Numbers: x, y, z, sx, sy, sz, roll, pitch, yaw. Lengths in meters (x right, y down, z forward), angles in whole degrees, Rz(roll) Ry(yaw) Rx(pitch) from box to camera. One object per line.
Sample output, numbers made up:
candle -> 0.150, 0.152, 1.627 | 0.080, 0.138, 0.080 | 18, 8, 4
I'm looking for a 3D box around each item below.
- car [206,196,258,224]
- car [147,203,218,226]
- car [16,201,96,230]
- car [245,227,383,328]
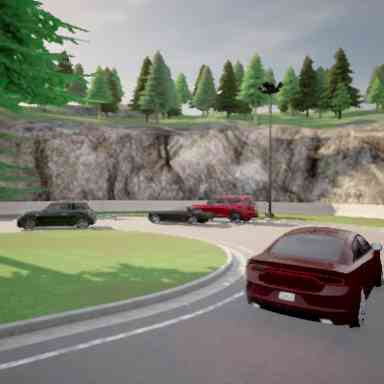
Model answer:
car -> 2.418, 1.319, 26.217 | 5.566, 2.045, 2.150 | 0, -1, 30
car -> -0.858, 1.675, 24.006 | 4.718, 1.301, 1.895 | 0, 0, 22
car -> -8.377, 1.381, 20.749 | 4.553, 1.767, 2.097 | 0, 0, -10
car -> 2.906, 1.515, 7.306 | 1.882, 1.535, 5.008 | 1, 0, 35
